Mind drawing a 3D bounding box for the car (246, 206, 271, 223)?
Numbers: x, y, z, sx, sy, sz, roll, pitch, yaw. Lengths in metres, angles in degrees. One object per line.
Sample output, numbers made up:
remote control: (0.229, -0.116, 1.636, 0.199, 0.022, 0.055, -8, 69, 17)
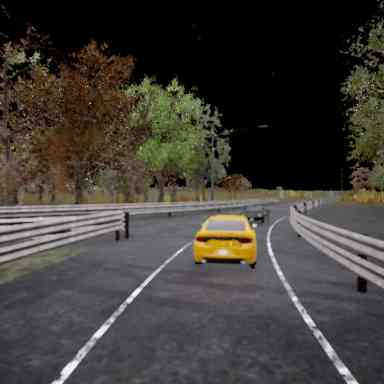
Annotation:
car: (5.299, 1.780, 27.284, 1.895, 1.301, 4.718, 0, 0, 20)

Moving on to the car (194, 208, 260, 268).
car: (1.278, 1.553, 11.791, 1.882, 1.535, 5.008, 0, 0, 9)
